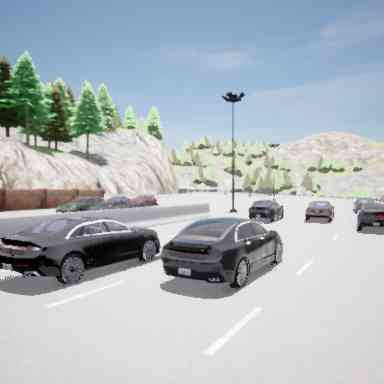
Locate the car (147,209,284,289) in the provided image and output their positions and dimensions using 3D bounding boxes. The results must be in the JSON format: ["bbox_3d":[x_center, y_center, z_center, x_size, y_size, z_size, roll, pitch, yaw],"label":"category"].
[{"bbox_3d":[1.080,1.450,9.228,1.837,1.490,4.892,0,0,31],"label":"car"}]

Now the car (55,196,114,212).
[{"bbox_3d":[-8.987,1.185,27.531,2.097,1.767,4.553,0,0,27],"label":"car"}]

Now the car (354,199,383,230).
[{"bbox_3d":[10.654,1.395,19.381,1.837,1.490,4.892,0,0,27],"label":"car"}]

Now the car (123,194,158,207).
[{"bbox_3d":[-6.101,1.103,41.729,2.097,1.767,4.553,0,0,23],"label":"car"}]

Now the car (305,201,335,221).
[{"bbox_3d":[9.836,1.401,25.513,2.033,1.411,5.357,0,0,25],"label":"car"}]

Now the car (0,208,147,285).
[{"bbox_3d":[-2.848,1.433,9.473,2.128,1.511,4.902,0,0,31],"label":"car"}]

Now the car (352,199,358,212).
[{"bbox_3d":[16.653,1.366,32.183,2.033,1.411,5.357,0,0,23],"label":"car"}]

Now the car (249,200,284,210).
[{"bbox_3d":[5.638,1.360,24.959,1.837,1.490,4.892,0,0,27],"label":"car"}]

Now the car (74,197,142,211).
[{"bbox_3d":[-6.201,1.352,25.298,1.837,1.490,4.892,0,0,28],"label":"car"}]
